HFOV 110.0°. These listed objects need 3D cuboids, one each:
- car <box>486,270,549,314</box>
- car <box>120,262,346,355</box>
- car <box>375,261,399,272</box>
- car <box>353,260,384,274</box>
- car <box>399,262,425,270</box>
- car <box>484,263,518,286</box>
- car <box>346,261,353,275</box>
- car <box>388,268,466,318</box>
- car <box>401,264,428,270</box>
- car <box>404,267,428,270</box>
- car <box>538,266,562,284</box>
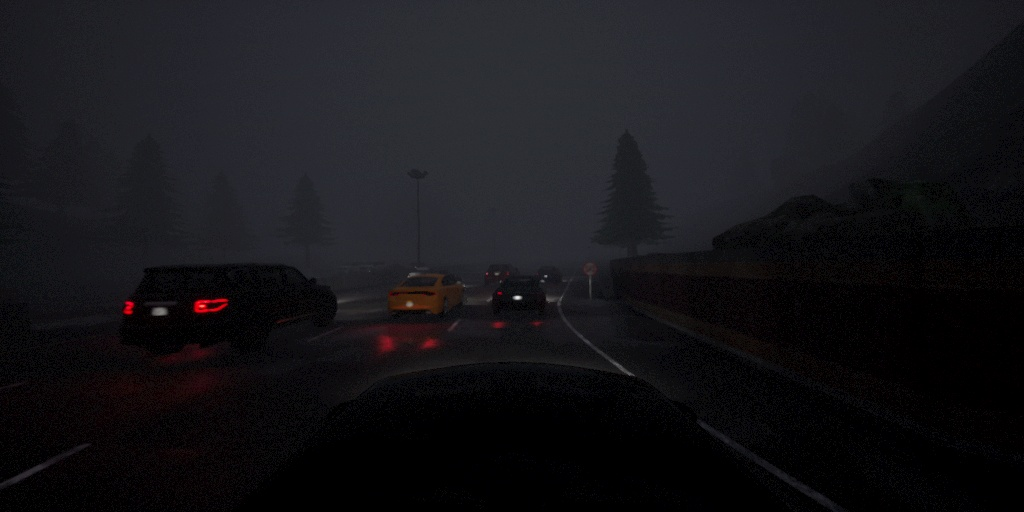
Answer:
[{"bbox_3d":[0.396,1.460,14.637,1.994,1.385,4.181,-1,-1,6],"label":"car"},{"bbox_3d":[-6.877,1.207,9.626,2.150,2.045,5.566,-1,-1,-1],"label":"car"},{"bbox_3d":[-17.454,1.897,52.624,1.882,1.535,5.008,-1,0,12],"label":"car"},{"bbox_3d":[-20.771,1.724,53.874,2.150,2.045,5.566,-1,0,12],"label":"car"},{"bbox_3d":[-13.973,1.682,52.202,2.097,1.767,4.553,-1,0,12],"label":"car"},{"bbox_3d":[-0.690,1.373,28.685,2.097,1.767,4.553,-1,0,12],"label":"car"},{"bbox_3d":[-24.221,1.810,54.430,2.150,2.045,5.566,-1,0,12],"label":"car"},{"bbox_3d":[-3.176,1.444,14.186,1.882,1.535,5.008,-2,0,4],"label":"car"},{"bbox_3d":[-7.359,1.717,31.010,1.812,1.442,4.674,-1,0,11],"label":"car"},{"bbox_3d":[-5.109,1.656,24.550,2.033,1.411,5.357,-1,0,12],"label":"car"},{"bbox_3d":[2.963,1.498,29.053,1.994,1.385,4.181,-1,0,12],"label":"car"}]
